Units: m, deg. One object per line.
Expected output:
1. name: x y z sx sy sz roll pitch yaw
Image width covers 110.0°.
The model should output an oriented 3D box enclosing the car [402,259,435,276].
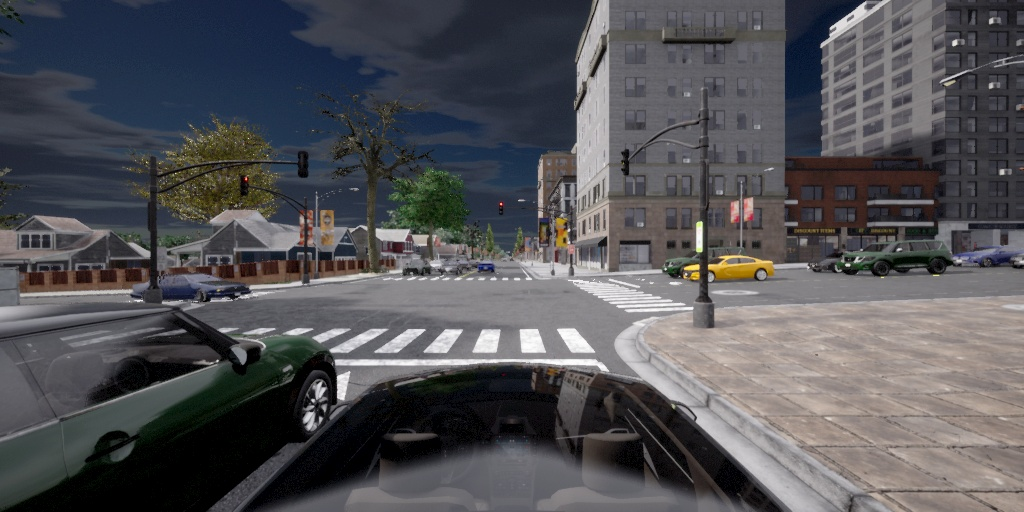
1. car: -9.861 1.118 37.480 2.097 1.767 4.553 0 0 0

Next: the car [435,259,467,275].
1. car: -6.610 1.260 39.557 2.128 1.511 4.902 0 0 0

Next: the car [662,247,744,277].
1. car: 13.445 0.457 24.970 5.566 2.045 2.150 -2 0 0

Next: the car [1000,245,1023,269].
1. car: 33.374 0.022 21.778 4.674 1.442 1.812 -2 0 0

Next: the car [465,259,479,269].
1. car: -6.613 1.318 59.621 1.837 1.490 4.892 0 0 0

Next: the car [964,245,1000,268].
1. car: 33.544 0.005 25.030 4.674 1.442 1.812 -2 0 0

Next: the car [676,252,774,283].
1. car: 13.026 0.740 21.721 5.008 1.535 1.882 -2 0 -1

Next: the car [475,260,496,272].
1. car: -3.164 1.254 45.617 1.882 1.535 5.008 0 0 0

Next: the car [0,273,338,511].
1. car: -3.151 1.102 2.490 2.097 1.767 4.553 0 0 0

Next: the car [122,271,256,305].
1. car: -15.973 1.559 17.854 5.357 1.411 2.033 -2 0 9

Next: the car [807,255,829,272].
1. car: 23.412 0.360 25.004 4.892 1.490 1.837 -2 0 0

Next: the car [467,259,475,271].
1. car: -6.619 1.332 49.275 2.033 1.411 5.357 0 0 0

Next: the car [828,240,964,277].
1. car: 23.122 0.098 21.752 5.566 2.045 2.150 -2 0 0
